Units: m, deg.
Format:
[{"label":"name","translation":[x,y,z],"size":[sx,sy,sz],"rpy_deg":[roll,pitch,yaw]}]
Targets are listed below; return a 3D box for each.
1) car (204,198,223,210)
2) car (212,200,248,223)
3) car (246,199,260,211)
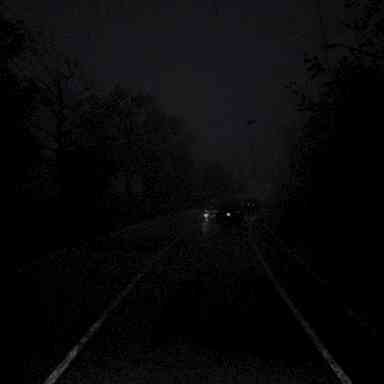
[{"label":"car","translation":[2.880,1.438,39.841],"size":[1.812,1.442,4.674],"rpy_deg":[2,0,17]},{"label":"car","translation":[2.956,1.551,25.361],"size":[1.994,1.385,4.181],"rpy_deg":[1,0,11]},{"label":"car","translation":[7.534,1.567,42.287],"size":[2.033,1.411,5.357],"rpy_deg":[2,0,18]}]
